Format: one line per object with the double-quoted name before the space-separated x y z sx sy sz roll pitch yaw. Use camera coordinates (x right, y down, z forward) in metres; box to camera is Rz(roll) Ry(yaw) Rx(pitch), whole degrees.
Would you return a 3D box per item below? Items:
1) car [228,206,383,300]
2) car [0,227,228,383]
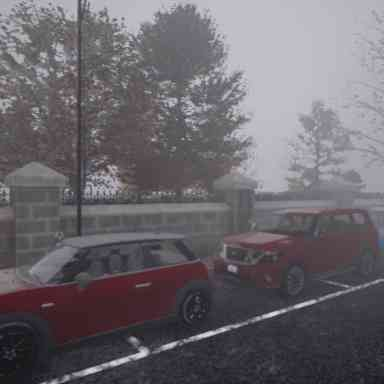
"car" 2.922 1.343 8.644 5.009 1.841 2.192 0 0 -35
"car" -1.662 1.447 5.373 4.097 1.590 1.967 0 0 -35
